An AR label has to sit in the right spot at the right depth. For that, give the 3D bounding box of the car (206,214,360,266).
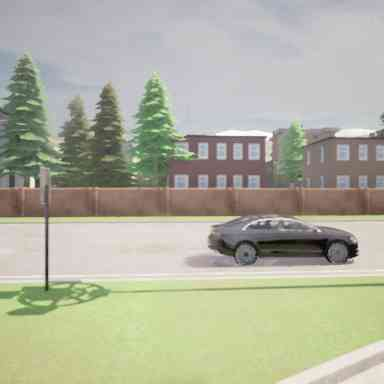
[{"bbox_3d":[2.934,1.495,10.990,4.902,1.511,2.128,0,0,-4],"label":"car"}]
